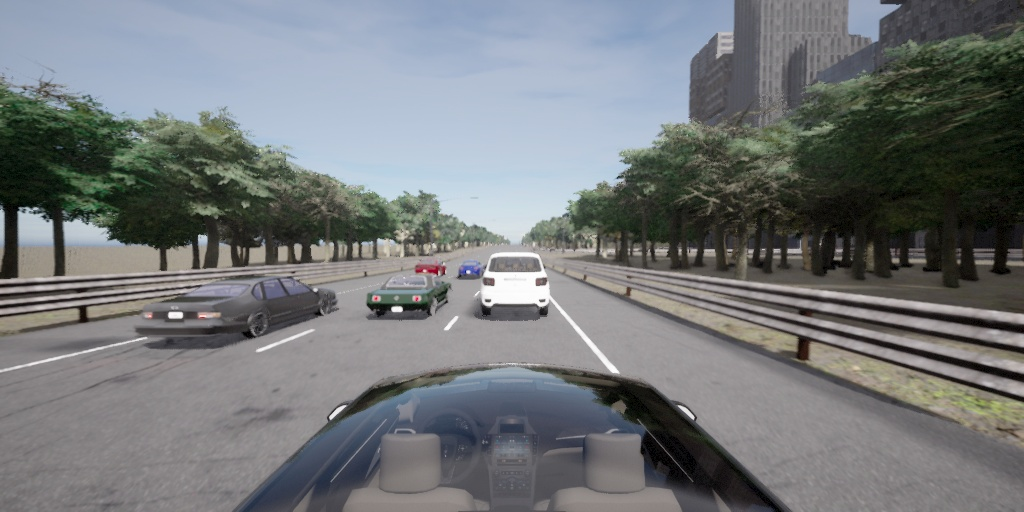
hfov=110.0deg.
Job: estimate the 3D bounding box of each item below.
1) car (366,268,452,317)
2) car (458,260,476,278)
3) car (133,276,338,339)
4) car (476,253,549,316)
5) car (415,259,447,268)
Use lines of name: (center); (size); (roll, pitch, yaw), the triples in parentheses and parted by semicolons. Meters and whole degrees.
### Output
car: (-3.406, 1.284, 12.887); (1.895, 1.301, 4.718); (0, 0, 0)
car: (-3.404, 1.074, 30.330); (1.812, 1.442, 4.674); (0, 0, 0)
car: (-6.912, 1.250, 9.887); (2.033, 1.411, 5.357); (0, 0, 0)
car: (0.096, 0.903, 13.160); (2.150, 2.045, 5.566); (0, 0, 0)
car: (-6.904, 1.021, 30.875); (1.882, 1.535, 5.008); (0, 1, 0)
